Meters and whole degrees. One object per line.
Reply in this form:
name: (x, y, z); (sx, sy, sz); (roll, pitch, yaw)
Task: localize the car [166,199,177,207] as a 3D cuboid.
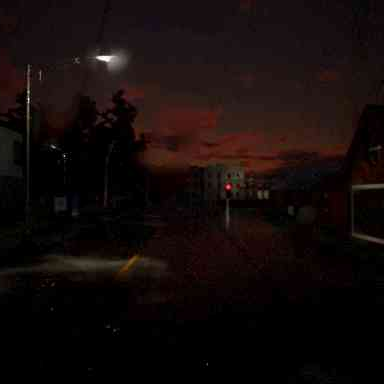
car: (-4.030, 2.170, 64.954); (1.882, 1.535, 5.008); (0, -1, 0)
